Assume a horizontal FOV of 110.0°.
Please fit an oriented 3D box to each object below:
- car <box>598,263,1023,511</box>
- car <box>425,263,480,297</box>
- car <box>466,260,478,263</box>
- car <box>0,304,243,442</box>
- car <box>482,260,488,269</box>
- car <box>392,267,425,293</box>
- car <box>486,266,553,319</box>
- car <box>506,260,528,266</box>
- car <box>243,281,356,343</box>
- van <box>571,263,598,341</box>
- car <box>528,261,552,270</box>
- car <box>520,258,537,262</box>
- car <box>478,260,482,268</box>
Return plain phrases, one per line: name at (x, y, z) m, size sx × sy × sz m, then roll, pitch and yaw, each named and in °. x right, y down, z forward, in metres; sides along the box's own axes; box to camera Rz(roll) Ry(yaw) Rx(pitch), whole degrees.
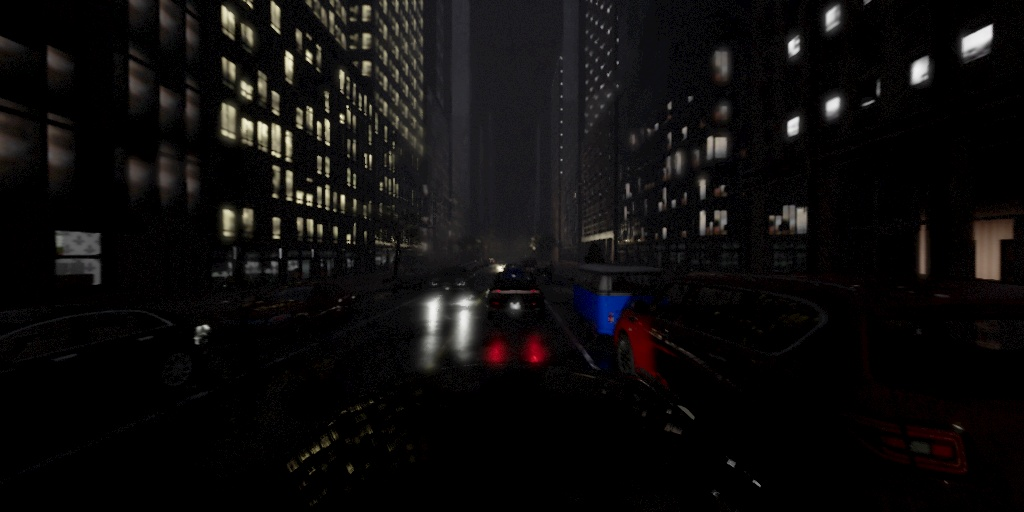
car at (2.689, 1.073, 3.980) m, size 2.192 × 1.841 × 5.009 m, roll 0°, pitch 0°, yaw 0°
car at (-3.058, 1.298, 19.406) m, size 1.837 × 1.490 × 4.892 m, roll 0°, pitch 0°, yaw 0°
car at (-5.629, 1.435, 43.779) m, size 1.802 × 1.307 × 4.207 m, roll 0°, pitch 0°, yaw 0°
car at (-5.692, 1.301, 3.994) m, size 2.007 × 1.370 × 4.403 m, roll 0°, pitch 0°, yaw 0°
car at (-5.602, 1.421, 60.660) m, size 1.751 × 1.417 × 4.829 m, roll 0°, pitch 0°, yaw 0°
car at (-5.665, 1.346, 21.044) m, size 2.007 × 1.370 × 4.403 m, roll 0°, pitch 0°, yaw 0°
car at (0.115, 1.271, 12.870) m, size 2.128 × 1.511 × 4.902 m, roll 0°, pitch 0°, yaw 0°
car at (0.130, 1.349, 30.127) m, size 1.812 × 1.442 × 4.674 m, roll 0°, pitch 0°, yaw 0°
car at (-5.683, 1.348, 9.677) m, size 1.802 × 1.307 × 4.207 m, roll 0°, pitch 0°, yaw 0°
van at (2.698, 1.114, 9.664) m, size 1.690 × 1.789 × 3.998 m, roll 0°, pitch 0°, yaw 0°
car at (2.734, 1.382, 32.398) m, size 2.007 × 1.370 × 4.403 m, roll 0°, pitch 0°, yaw 0°
car at (2.769, 1.204, 55.133) m, size 2.192 × 1.841 × 5.009 m, roll 0°, pitch 0°, yaw 0°
car at (-5.620, 1.307, 49.462) m, size 1.967 × 1.591 × 4.097 m, roll 0°, pitch 0°, yaw 0°
